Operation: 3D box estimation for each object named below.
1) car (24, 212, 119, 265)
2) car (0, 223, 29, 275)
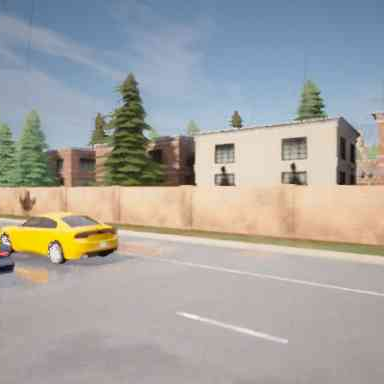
[{"bbox_3d":[-4.746,1.449,11.630,5.008,1.535,1.882,0,0,35],"label":"car"},{"bbox_3d":[-6.778,1.510,8.778,5.357,1.411,2.033,0,0,35],"label":"car"}]
